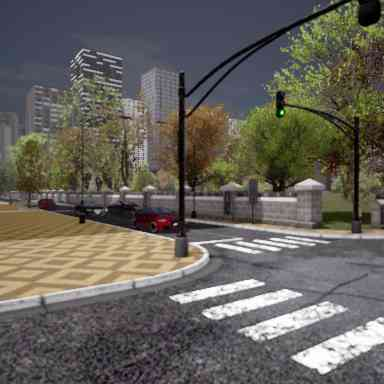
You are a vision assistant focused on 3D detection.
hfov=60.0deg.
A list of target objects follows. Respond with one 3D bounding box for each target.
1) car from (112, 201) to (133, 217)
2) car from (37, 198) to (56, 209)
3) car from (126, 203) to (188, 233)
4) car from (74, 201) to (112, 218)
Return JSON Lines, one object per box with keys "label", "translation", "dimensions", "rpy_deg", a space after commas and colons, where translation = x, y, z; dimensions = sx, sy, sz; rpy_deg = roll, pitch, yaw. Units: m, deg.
{"label": "car", "translation": [-6.902, 1.595, 32.932], "dimensions": [2.128, 1.511, 4.902], "rpy_deg": [0, 0, -34]}
{"label": "car", "translation": [-21.190, 1.631, 48.451], "dimensions": [1.882, 1.535, 5.008], "rpy_deg": [0, -1, -34]}
{"label": "car", "translation": [-2.032, 1.613, 20.063], "dimensions": [1.994, 1.385, 4.181], "rpy_deg": [0, 0, -34]}
{"label": "car", "translation": [-9.653, 1.579, 31.292], "dimensions": [2.128, 1.511, 4.902], "rpy_deg": [0, 0, -34]}
